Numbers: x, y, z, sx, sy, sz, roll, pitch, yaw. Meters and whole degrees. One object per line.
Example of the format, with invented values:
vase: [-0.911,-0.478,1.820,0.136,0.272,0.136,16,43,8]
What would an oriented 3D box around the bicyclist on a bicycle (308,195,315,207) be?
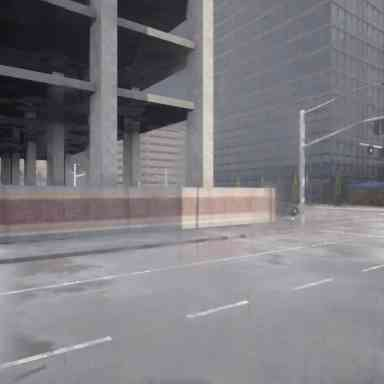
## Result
bicyclist on a bicycle: [16.610,1.301,46.220,1.656,1.620,0.582,0,0,-36]

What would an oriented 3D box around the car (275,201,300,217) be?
car: [8.133,1.564,31.533,1.994,1.385,4.181,0,0,-36]

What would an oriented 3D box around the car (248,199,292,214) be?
car: [8.542,1.526,36.933,1.812,1.442,4.674,0,0,-36]
